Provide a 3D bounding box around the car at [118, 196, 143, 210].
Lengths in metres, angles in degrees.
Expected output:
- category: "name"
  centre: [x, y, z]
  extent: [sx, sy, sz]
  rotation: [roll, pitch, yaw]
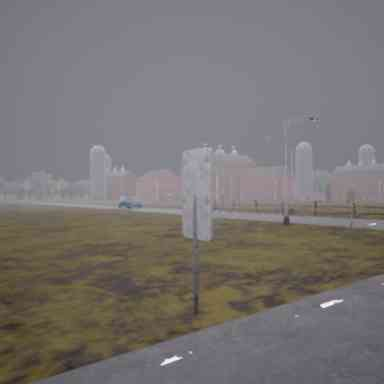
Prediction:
- category: "car"
  centre: [-9.697, 1.673, 52.069]
  extent: [2.150, 2.045, 5.566]
  rotation: [-1, -1, -35]
